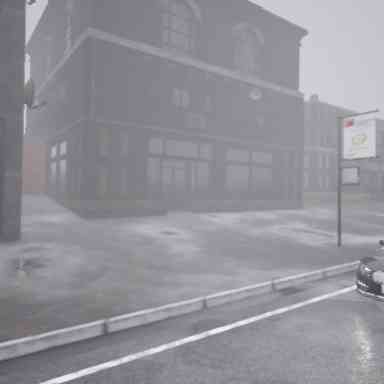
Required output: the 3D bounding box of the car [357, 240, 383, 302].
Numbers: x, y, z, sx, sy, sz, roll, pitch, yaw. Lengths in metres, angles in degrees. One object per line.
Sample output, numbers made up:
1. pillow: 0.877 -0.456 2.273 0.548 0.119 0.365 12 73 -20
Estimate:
1. car: 5.548 1.490 7.331 4.902 1.511 2.128 0 0 -35
